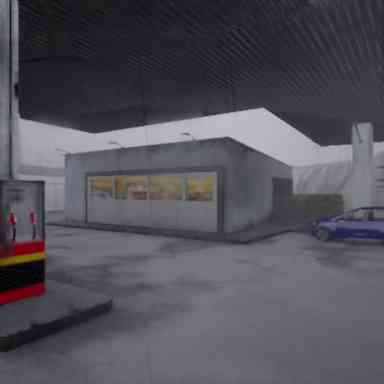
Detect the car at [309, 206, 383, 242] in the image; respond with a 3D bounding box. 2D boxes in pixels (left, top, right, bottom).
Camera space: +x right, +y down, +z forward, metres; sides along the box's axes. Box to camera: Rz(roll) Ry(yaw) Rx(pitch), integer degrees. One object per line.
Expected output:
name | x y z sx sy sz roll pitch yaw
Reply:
car | 7.796 1.479 15.171 4.611 1.667 2.242 0 0 35
